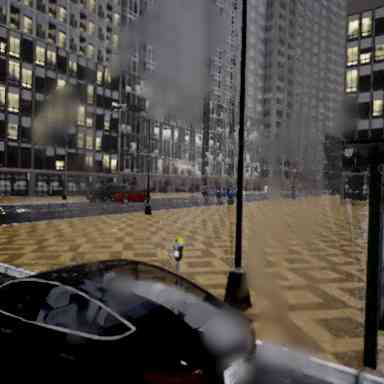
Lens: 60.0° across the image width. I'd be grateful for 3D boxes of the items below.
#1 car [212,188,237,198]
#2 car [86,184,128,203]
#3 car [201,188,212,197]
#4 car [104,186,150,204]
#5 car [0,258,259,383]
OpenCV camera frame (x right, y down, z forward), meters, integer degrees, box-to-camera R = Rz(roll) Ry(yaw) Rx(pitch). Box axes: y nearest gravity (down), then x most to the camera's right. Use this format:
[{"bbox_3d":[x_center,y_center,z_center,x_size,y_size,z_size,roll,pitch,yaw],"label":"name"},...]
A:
[{"bbox_3d":[5.874,0.091,54.794,1.882,1.535,5.008,2,2,35],"label":"car"},{"bbox_3d":[-9.467,0.104,38.256,2.150,2.045,5.566,2,2,34],"label":"car"},{"bbox_3d":[3.593,0.051,57.198,2.033,1.411,5.357,2,2,35],"label":"car"},{"bbox_3d":[-6.752,0.457,36.482,1.882,1.535,5.008,2,2,34],"label":"car"},{"bbox_3d":[-1.336,1.495,3.979,4.313,1.339,1.947,2,1,35],"label":"car"}]
